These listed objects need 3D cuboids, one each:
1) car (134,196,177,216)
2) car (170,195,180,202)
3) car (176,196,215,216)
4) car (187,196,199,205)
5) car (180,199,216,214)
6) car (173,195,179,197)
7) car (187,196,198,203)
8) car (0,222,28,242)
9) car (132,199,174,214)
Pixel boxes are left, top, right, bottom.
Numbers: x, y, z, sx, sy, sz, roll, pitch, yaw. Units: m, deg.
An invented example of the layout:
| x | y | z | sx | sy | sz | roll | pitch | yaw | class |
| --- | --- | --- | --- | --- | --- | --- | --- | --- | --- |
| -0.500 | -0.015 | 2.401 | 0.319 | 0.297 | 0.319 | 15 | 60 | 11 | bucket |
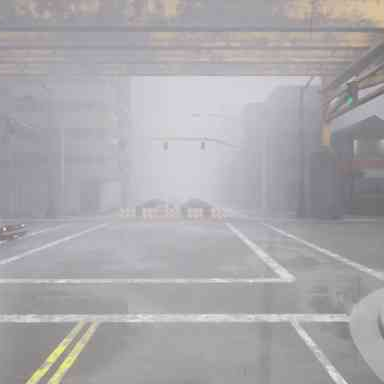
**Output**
| x | y | z | sx | sy | sz | roll | pitch | yaw | class |
| --- | --- | --- | --- | --- | --- | --- | --- | --- | --- |
| -3.648 | 1.453 | 31.485 | 2.038 | 1.542 | 4.974 | 0 | 0 | 25 | car |
| -3.290 | 1.295 | 66.348 | 1.853 | 1.218 | 4.536 | 0 | 0 | 0 | car |
| 0.513 | 1.453 | 31.178 | 2.038 | 1.542 | 4.974 | 0 | 0 | -20 | car |
| 0.142 | 1.453 | 57.775 | 2.038 | 1.542 | 4.974 | 0 | 0 | 0 | car |
| 0.494 | 1.295 | 31.227 | 1.853 | 1.218 | 4.536 | 0 | 0 | -20 | car |
| -3.289 | 1.453 | 66.296 | 2.038 | 1.542 | 4.974 | 0 | 0 | 0 | car |
| 0.142 | 1.295 | 57.826 | 1.853 | 1.218 | 4.536 | 0 | 0 | 0 | car |
| -9.791 | 1.602 | 14.368 | 4.718 | 1.301 | 1.895 | 0 | 0 | 0 | car |
| -3.626 | 1.295 | 31.533 | 1.853 | 1.218 | 4.536 | 0 | 0 | 25 | car |
